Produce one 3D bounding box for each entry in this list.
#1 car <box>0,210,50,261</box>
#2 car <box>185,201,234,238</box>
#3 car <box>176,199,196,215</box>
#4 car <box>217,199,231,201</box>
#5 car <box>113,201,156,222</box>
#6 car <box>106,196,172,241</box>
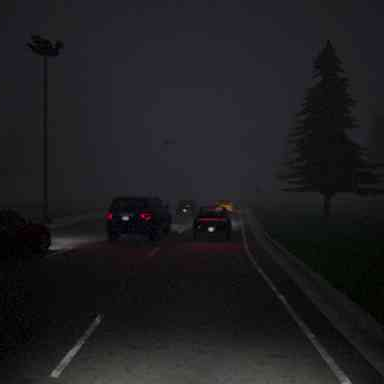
[{"bbox_3d":[-6.505,1.334,10.814,2.097,1.767,4.553,0,0,3],"label":"car"},{"bbox_3d":[1.155,1.476,17.557,2.128,1.511,4.902,0,0,7],"label":"car"},{"bbox_3d":[-0.356,1.473,33.231,1.837,1.490,4.892,0,0,8],"label":"car"},{"bbox_3d":[3.357,1.449,34.597,1.882,1.535,5.008,0,0,8],"label":"car"},{"bbox_3d":[-4.621,1.517,27.792,2.033,1.411,5.357,0,0,8],"label":"car"},{"bbox_3d":[-2.480,1.202,16.680,2.150,2.045,5.566,0,0,7],"label":"car"}]
